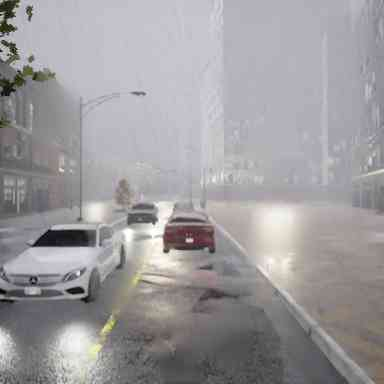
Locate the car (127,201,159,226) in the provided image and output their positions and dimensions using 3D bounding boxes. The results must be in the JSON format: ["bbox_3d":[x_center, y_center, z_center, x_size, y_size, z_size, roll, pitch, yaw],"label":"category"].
[{"bbox_3d":[-3.361,1.438,23.392,1.882,1.535,5.008,0,0,-3],"label":"car"}]

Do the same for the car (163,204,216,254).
[{"bbox_3d":[-0.142,1.456,13.516,1.882,1.535,5.008,0,0,-1],"label":"car"}]

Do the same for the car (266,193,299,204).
[{"bbox_3d":[13.966,1.110,51.547,5.009,1.841,2.192,0,-1,15],"label":"car"}]

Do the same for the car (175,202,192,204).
[{"bbox_3d":[-0.760,1.553,29.695,1.895,1.301,4.718,0,0,-3],"label":"car"}]

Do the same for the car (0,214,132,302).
[{"bbox_3d":[-2.891,1.512,8.341,1.812,1.442,4.674,0,0,0],"label":"car"}]
